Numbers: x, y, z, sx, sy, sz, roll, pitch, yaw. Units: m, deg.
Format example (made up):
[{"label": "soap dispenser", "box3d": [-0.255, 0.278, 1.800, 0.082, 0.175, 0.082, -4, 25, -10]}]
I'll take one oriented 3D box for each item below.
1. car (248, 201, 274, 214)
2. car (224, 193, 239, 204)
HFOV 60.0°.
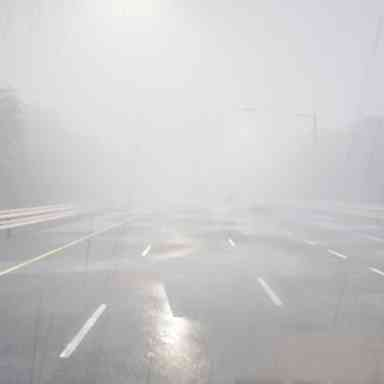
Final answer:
[{"label": "car", "box3d": [7.070, 1.589, 34.594, 1.895, 1.301, 4.718, 0, 0, 0]}, {"label": "car", "box3d": [7.192, 1.181, 60.824, 2.150, 2.045, 5.566, 0, 0, 0]}]
